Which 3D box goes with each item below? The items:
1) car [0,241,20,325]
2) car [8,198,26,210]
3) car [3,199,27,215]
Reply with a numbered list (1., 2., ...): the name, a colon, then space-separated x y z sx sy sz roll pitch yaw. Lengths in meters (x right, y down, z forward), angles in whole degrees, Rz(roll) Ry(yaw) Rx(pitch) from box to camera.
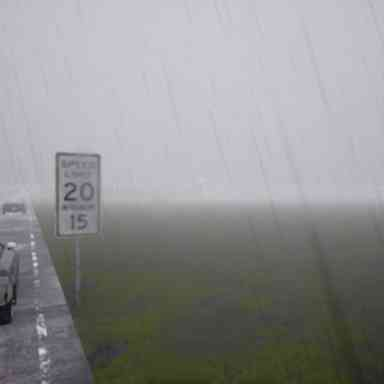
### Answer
1. car: -4.554 1.554 6.569 1.994 1.385 4.181 0 0 -26
2. car: -22.507 1.508 42.877 1.895 1.301 4.718 0 0 -26
3. car: -17.814 1.415 33.489 1.882 1.535 5.008 0 0 -26
